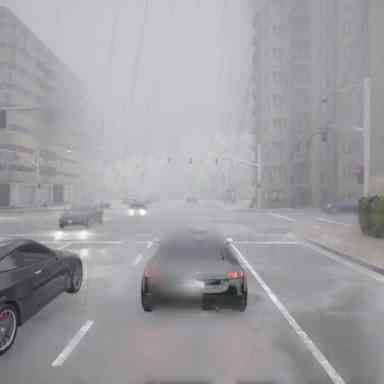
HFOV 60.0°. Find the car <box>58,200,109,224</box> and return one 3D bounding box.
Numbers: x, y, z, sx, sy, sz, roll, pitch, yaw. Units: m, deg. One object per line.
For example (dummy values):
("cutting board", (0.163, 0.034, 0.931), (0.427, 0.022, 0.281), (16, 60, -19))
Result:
("car", (-7.154, 1.505, 21.912), (1.837, 1.490, 4.892), (0, 0, 0))

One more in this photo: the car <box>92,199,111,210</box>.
("car", (-11.363, 1.525, 40.150), (1.812, 1.442, 4.674), (0, 0, 12))

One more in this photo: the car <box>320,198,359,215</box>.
("car", (15.502, 1.352, 33.736), (4.553, 1.767, 2.097), (0, 0, 1))

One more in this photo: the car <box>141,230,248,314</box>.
("car", (0.046, 1.564, 7.692), (1.994, 1.385, 4.181), (0, 0, 0))

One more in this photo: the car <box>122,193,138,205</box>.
("car", (-10.720, 1.221, 58.154), (2.150, 2.045, 5.566), (0, 0, 0))

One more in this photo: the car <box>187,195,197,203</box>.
("car", (-0.071, 1.352, 69.733), (2.097, 1.767, 4.553), (0, 0, 0))

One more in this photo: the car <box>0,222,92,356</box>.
("car", (-3.462, 1.526, 5.888), (1.812, 1.442, 4.674), (0, 0, 0))

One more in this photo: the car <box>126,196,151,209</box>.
("car", (-7.209, 1.601, 45.253), (1.895, 1.301, 4.718), (0, 0, 0))

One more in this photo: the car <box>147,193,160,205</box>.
("car", (-7.213, 1.223, 61.175), (2.150, 2.045, 5.566), (0, 0, 0))
